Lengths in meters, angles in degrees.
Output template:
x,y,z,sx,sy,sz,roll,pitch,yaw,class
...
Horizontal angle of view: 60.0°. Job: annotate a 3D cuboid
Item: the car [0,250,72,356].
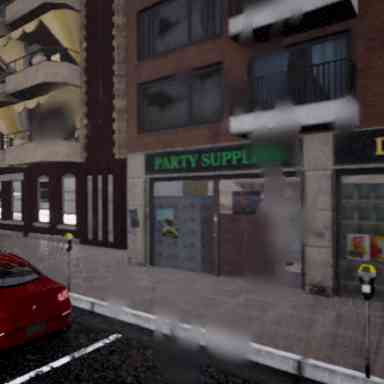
x,y,z,sx,sy,sz,roll,pitch,yaw,class
-3.706,1.637,5.517,4.206,1.307,1.802,-1,0,36,car
